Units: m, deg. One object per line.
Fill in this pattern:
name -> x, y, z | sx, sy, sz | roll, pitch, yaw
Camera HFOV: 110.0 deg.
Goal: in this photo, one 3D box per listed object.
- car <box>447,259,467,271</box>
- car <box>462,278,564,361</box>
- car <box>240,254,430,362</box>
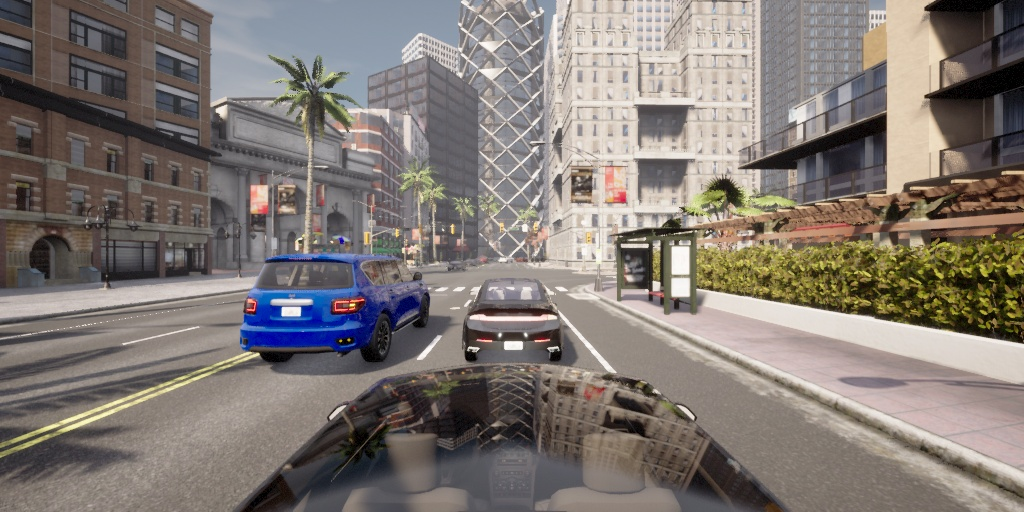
car -> -7.390, 1.314, 47.559 | 1.994, 1.385, 4.181 | 0, 0, -3
car -> 0.014, 1.242, 8.246 | 2.128, 1.511, 4.902 | 0, 0, 0
car -> -3.487, 0.971, 8.333 | 2.150, 2.045, 5.566 | 0, 0, 0
